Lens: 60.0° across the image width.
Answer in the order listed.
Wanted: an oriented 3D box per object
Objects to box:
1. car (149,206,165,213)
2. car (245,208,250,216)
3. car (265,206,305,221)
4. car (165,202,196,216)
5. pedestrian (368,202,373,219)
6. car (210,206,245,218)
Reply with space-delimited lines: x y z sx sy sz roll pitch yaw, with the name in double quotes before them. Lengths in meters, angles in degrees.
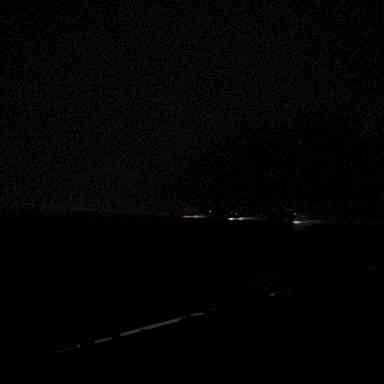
"car" -6.995 3.523 67.690 1.895 1.301 4.718 1 -2 -33
"car" 6.227 2.701 47.492 1.812 1.442 4.674 1 -2 -33
"car" 9.774 2.259 35.319 1.812 1.442 4.674 1 -2 -33
"car" -1.606 2.644 52.736 2.150 2.045 5.566 1 -2 -33
"pedestrian" 18.892 1.917 35.268 0.375 1.860 0.375 -2 1 -33
"car" 4.253 2.581 43.755 1.837 1.490 4.892 1 -2 -33
